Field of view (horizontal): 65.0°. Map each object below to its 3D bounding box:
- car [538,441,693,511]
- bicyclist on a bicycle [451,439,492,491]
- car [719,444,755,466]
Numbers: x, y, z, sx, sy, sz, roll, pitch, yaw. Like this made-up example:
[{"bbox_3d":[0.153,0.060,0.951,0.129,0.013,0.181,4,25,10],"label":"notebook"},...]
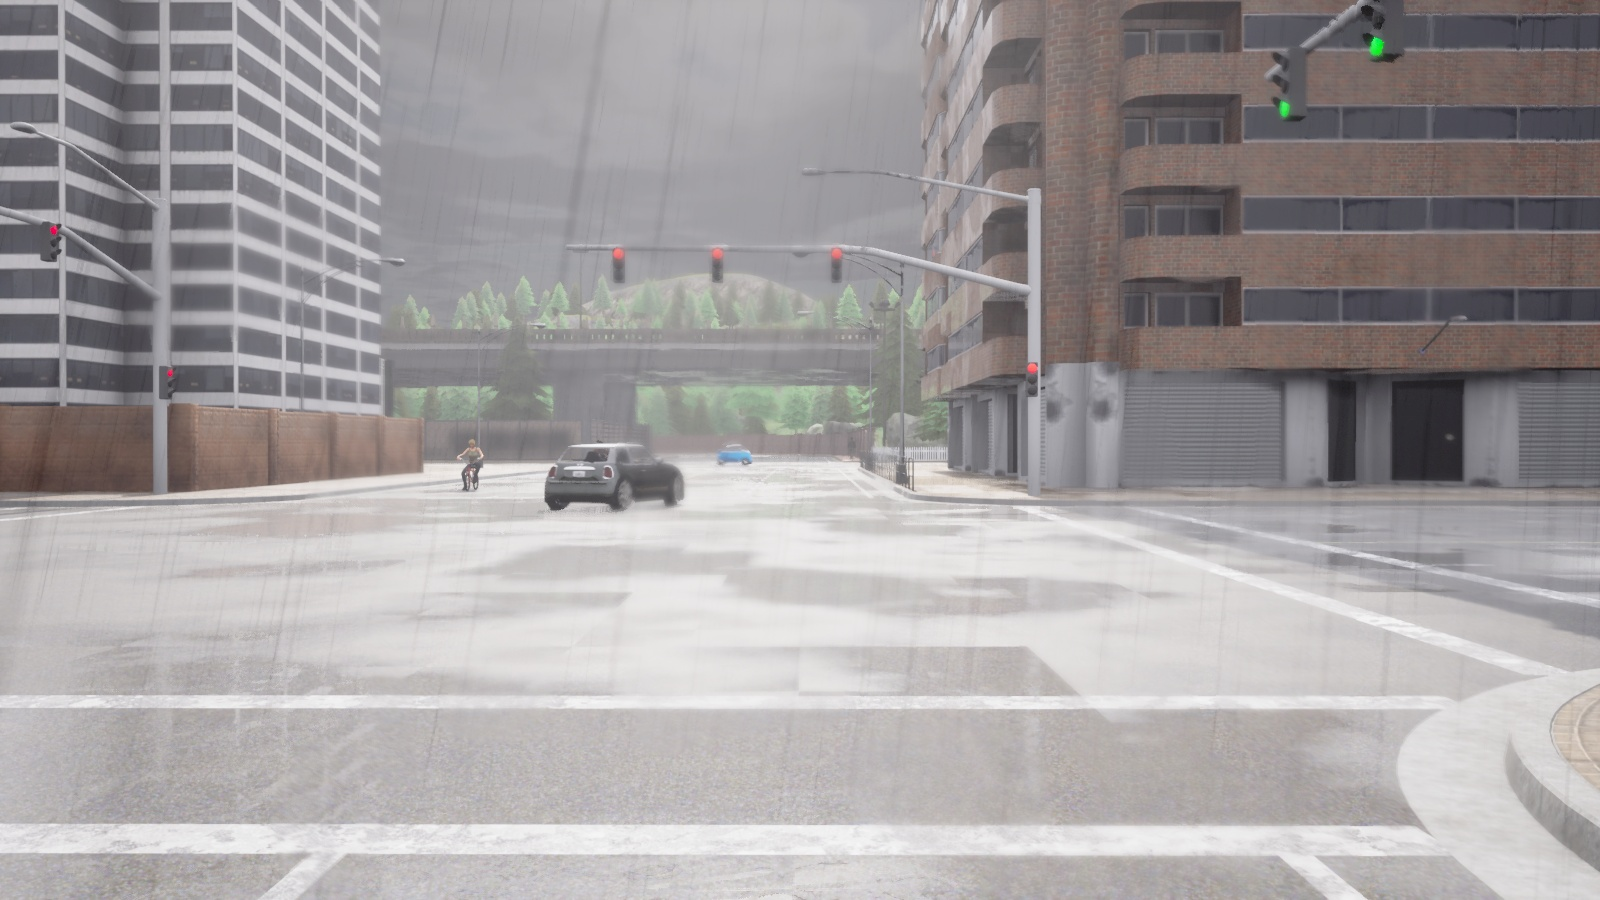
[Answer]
[{"bbox_3d":[-4.146,0.545,28.880,1.970,1.475,3.806,0,0,20],"label":"car"},{"bbox_3d":[-10.263,0.453,39.234,0.866,1.612,1.509,0,0,1],"label":"bicyclist on a bicycle"},{"bbox_3d":[-4.040,0.317,80.635,2.207,1.376,1.481,0,1,0],"label":"car"}]
